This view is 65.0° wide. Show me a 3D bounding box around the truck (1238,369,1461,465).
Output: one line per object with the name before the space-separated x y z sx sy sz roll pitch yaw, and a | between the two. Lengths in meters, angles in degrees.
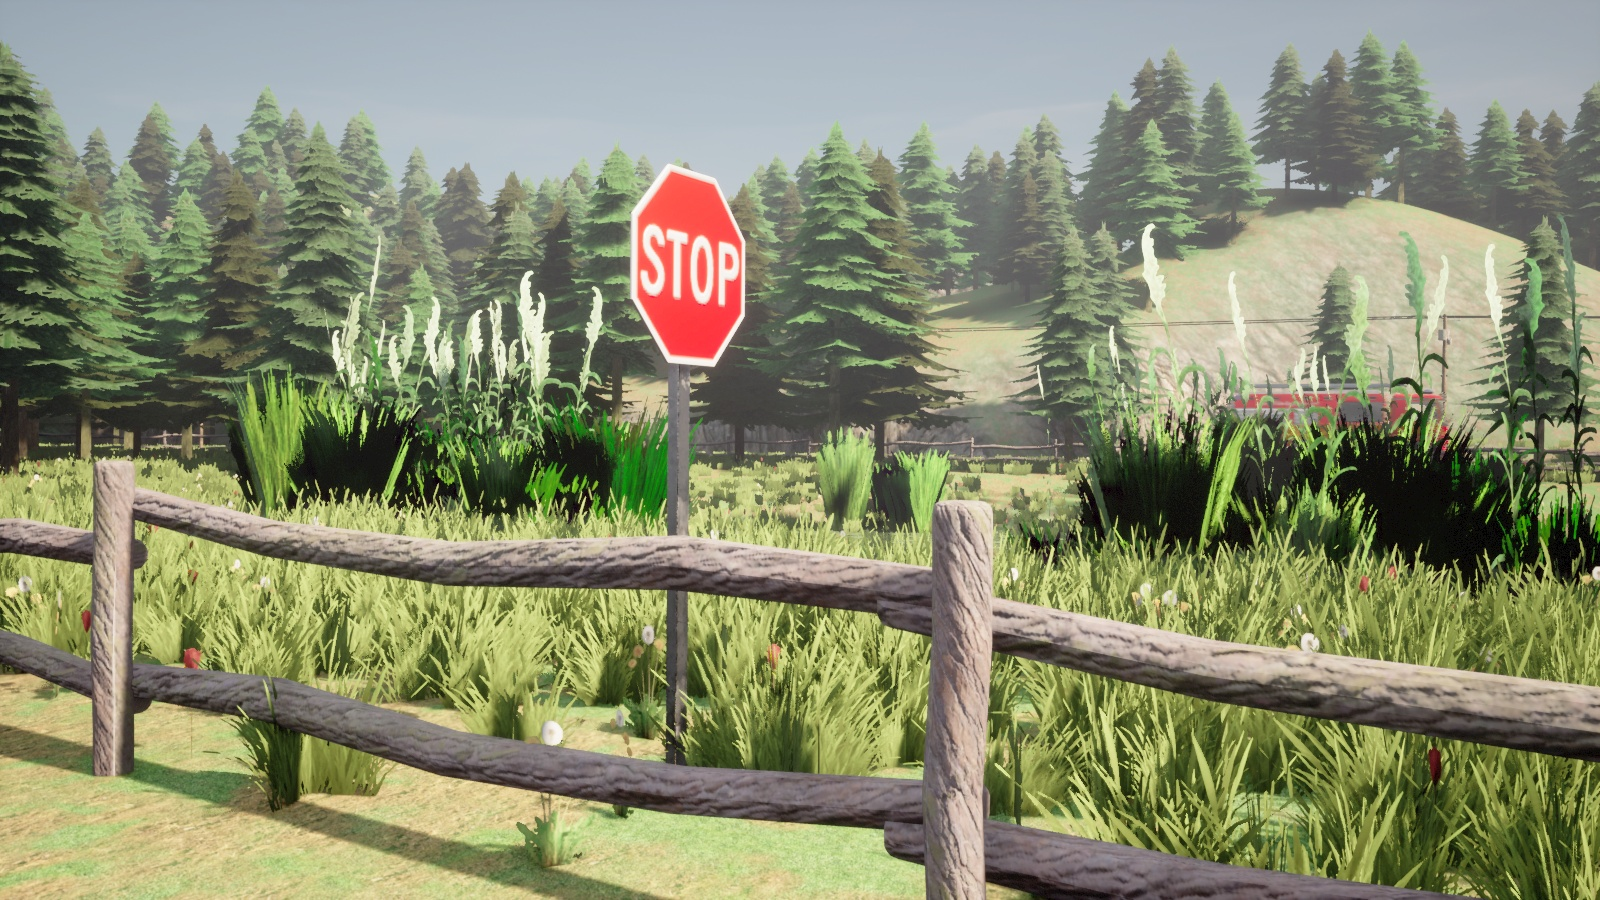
truck | 23.197 -1.337 53.324 8.468 3.827 2.891 0 1 24
